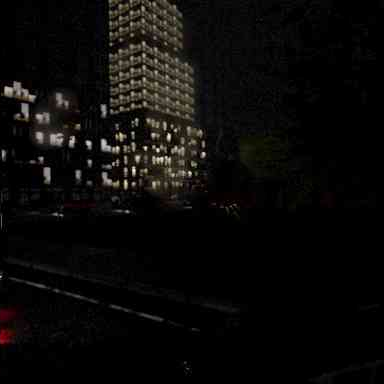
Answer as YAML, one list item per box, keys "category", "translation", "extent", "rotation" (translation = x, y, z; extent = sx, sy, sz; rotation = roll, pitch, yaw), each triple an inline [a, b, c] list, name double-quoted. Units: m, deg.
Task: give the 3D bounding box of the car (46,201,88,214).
- category: "car"
  translation: [-16.668, 2.005, 44.706]
  extent: [1.882, 1.535, 5.008]
  rotation: [-2, -1, 37]

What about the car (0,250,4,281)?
- category: "car"
  translation: [-6.595, 1.616, 8.382]
  extent: [4.892, 1.490, 1.837]
  rotation: [0, 0, 36]

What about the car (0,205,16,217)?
- category: "car"
  translation: [-20.494, 2.000, 34.224]
  extent: [1.994, 1.385, 4.181]
  rotation: [-2, -1, 37]

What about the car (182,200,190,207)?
- category: "car"
  translation: [0.109, 1.942, 61.423]
  extent: [1.882, 1.535, 5.008]
  rotation: [-2, -1, 37]

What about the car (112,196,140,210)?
- category: "car"
  translation: [-10.220, 1.758, 53.256]
  extent: [2.150, 2.045, 5.566]
  rotation: [-2, -1, 37]

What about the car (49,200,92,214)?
- category: "car"
  translation: [-14.895, 1.797, 41.664]
  extent: [2.097, 1.767, 4.553]
  rotation: [-2, -1, 37]

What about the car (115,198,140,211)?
- category: "car"
  translation: [-8.715, 1.979, 49.847]
  extent: [1.812, 1.442, 4.674]
  rotation: [-2, -1, 37]

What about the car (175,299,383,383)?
- category: "car"
  translation: [2.063, 1.486, 2.217]
  extent: [4.902, 1.511, 2.128]
  rotation: [-1, 0, 35]
